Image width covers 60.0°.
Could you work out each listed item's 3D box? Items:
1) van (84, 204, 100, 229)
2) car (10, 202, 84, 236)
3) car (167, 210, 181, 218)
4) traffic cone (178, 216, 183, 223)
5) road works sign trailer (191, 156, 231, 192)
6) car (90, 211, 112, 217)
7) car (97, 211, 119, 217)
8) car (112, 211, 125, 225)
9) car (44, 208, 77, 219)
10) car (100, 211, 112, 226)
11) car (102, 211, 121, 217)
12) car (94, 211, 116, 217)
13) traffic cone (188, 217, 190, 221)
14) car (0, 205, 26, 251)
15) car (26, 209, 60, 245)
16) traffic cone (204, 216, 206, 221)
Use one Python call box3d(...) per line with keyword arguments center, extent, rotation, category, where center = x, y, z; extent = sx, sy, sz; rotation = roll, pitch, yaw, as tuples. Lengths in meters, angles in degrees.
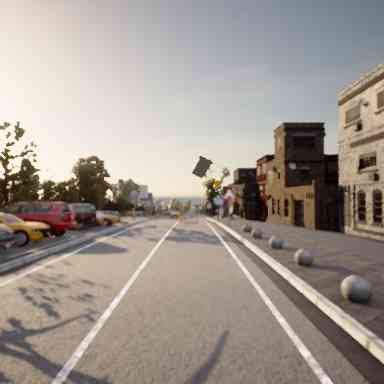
box3d(center=(-9.640, 1.861, 25.240), extent=(4.442, 1.987, 1.878), rotation=(0, -2, 0), category="van")
box3d(center=(-9.518, 1.595, 19.054), extent=(5.566, 2.045, 2.435), rotation=(0, -2, 0), category="car")
box3d(center=(-3.173, 4.343, 64.612), extent=(1.882, 1.535, 5.008), rotation=(0, -4, 1), category="car")
box3d(center=(-1.363, 3.139, 37.412), extent=(0.340, 0.580, 0.340), rotation=(0, -3, 0), category="traffic cone")
box3d(center=(1.924, -2.242, 34.608), extent=(3.560, 2.380, 2.880), rotation=(25, 34, -8), category="road works sign trailer")
box3d(center=(-21.795, 5.320, 79.985), extent=(4.674, 1.452, 2.002), rotation=(0, -4, 0), category="car")
box3d(center=(-21.774, 5.693, 86.523), extent=(5.008, 1.535, 2.097), rotation=(0, -4, 0), category="car")
box3d(center=(-9.364, 2.345, 31.181), extent=(5.366, 1.575, 1.946), rotation=(0, -3, 0), category="car")
box3d(center=(-21.937, 3.619, 55.708), extent=(4.553, 1.767, 2.185), rotation=(0, -4, 0), category="car")
box3d(center=(-9.568, 2.088, 28.271), extent=(4.553, 1.767, 2.185), rotation=(0, -3, 0), category="car")
box3d(center=(-21.752, 5.932, 89.663), extent=(4.674, 1.452, 2.002), rotation=(0, -4, 0), category="car")
box3d(center=(-21.778, 5.488, 83.256), extent=(4.892, 1.521, 2.231), rotation=(0, -4, 0), category="car")
box3d(center=(-0.353, 3.483, 43.403), extent=(0.340, 0.580, 0.340), rotation=(0, -4, 0), category="traffic cone")
box3d(center=(-9.468, 1.524, 13.099), extent=(4.553, 1.767, 2.185), rotation=(0, -2, 0), category="car")
box3d(center=(-9.469, 1.750, 16.129), extent=(5.008, 1.535, 2.097), rotation=(0, -2, 0), category="car")
box3d(center=(1.646, 3.483, 43.400), extent=(0.340, 0.580, 0.340), rotation=(0, -4, 0), category="traffic cone")
